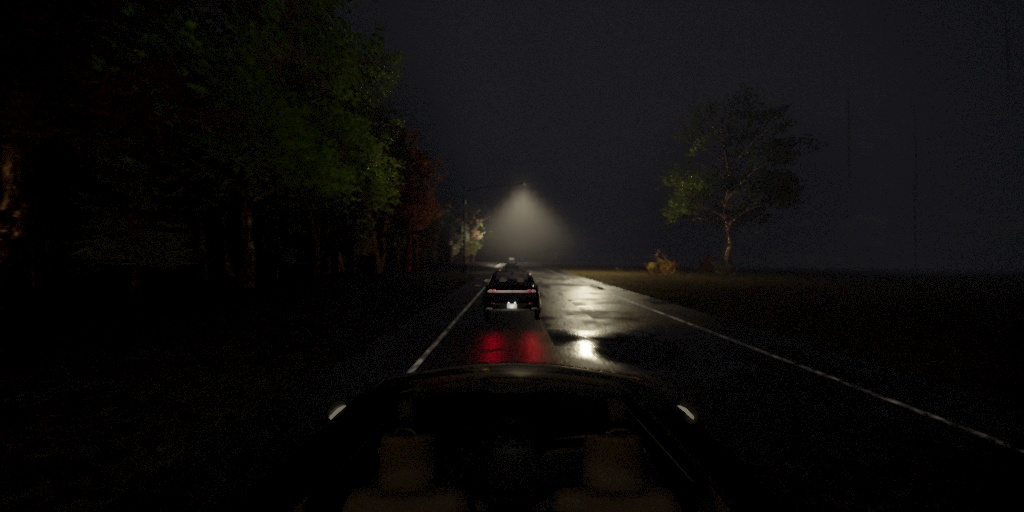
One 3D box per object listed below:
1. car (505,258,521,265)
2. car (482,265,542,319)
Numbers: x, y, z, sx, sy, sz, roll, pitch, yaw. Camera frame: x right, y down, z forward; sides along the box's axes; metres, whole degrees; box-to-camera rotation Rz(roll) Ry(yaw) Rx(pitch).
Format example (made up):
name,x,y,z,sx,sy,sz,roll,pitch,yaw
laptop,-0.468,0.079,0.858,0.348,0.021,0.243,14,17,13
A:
name,x,y,z,sx,sy,sz,roll,pitch,yaw
car,-0.015,1.348,53.164,1.994,1.385,4.181,0,0,0
car,-0.004,1.253,12.873,2.128,1.511,4.902,0,0,0
